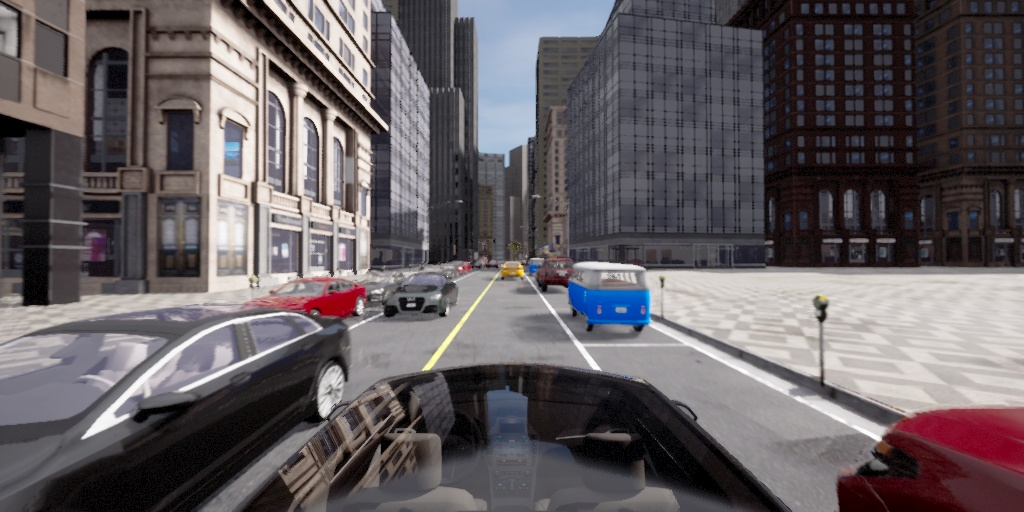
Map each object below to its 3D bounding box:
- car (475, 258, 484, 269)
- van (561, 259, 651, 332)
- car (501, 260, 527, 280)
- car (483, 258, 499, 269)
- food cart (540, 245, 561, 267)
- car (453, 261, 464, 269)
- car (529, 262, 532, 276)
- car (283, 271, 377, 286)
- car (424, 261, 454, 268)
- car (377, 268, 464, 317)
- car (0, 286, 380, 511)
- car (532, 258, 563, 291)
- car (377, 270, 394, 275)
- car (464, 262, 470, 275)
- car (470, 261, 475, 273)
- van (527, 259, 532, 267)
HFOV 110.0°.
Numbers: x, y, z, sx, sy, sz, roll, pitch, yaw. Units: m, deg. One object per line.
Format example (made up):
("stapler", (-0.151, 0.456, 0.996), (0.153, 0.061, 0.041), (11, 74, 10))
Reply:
("car", (-5.969, 1.451, 59.737), (1.948, 1.339, 4.313), (0, 0, 0))
("van", (2.656, 1.090, 10.614), (1.690, 1.789, 3.998), (0, 0, 0))
("car", (0.042, 1.258, 31.952), (1.882, 1.535, 5.008), (0, 0, 0))
("car", (-3.164, 1.353, 58.718), (1.882, 1.535, 5.008), (0, 0, 0))
("food cart", (5.540, 0.294, 51.193), (2.280, 3.560, 4.660), (0, 0, 0))
("car", (-5.914, 1.341, 32.443), (2.007, 1.370, 4.403), (0, 0, 0))
("car", (2.623, 1.318, 26.994), (2.007, 1.370, 4.403), (0, 0, 0))
("car", (-5.870, 1.308, 10.606), (1.888, 1.381, 4.507), (0, 0, 0))
("car", (-5.903, 1.331, 26.984), (2.007, 1.370, 4.403), (0, 0, 0))
("car", (-3.115, 1.324, 13.050), (1.994, 1.385, 4.181), (0, 0, 0))
("car", (-3.097, 1.247, 2.984), (2.128, 1.511, 4.902), (0, 0, 0))
("car", (2.634, 1.075, 21.534), (2.192, 1.841, 5.009), (0, 0, 0))
("car", (-5.881, 1.317, 16.064), (2.007, 1.370, 4.403), (0, 0, 0))
("car", (-5.925, 1.243, 37.902), (1.967, 1.591, 4.097), (0, 0, 0))
("car", (-5.936, 1.364, 43.361), (1.888, 1.381, 4.507), (0, 0, 0))
("van", (2.600, 1.130, 37.914), (1.690, 1.789, 3.998), (0, 0, 0))
